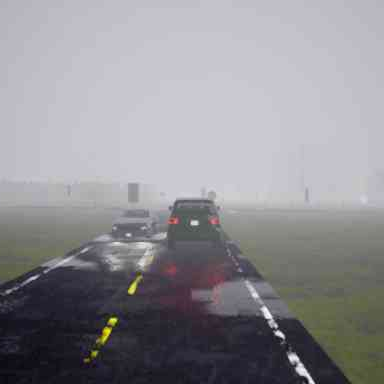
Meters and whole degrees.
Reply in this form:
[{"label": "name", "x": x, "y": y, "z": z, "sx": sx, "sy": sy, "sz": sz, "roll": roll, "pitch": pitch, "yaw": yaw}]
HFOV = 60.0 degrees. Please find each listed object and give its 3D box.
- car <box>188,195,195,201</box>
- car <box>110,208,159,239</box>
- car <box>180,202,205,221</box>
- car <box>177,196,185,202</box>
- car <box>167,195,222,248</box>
[{"label": "car", "x": -0.013, "y": 1.628, "z": 89.039, "sx": 1.812, "sy": 1.442, "sz": 4.674, "roll": 0, "pitch": 0, "yaw": 0}, {"label": "car", "x": -2.844, "y": 1.549, "z": 17.616, "sx": 2.033, "sy": 1.411, "sz": 5.357, "roll": 0, "pitch": 0, "yaw": 0}, {"label": "car", "x": 0.105, "y": 1.570, "z": 28.484, "sx": 1.994, "sy": 1.385, "sz": 4.181, "roll": 0, "pitch": 0, "yaw": 1}, {"label": "car", "x": -2.763, "y": 1.690, "z": 83.974, "sx": 1.895, "sy": 1.301, "sz": 4.718, "roll": 0, "pitch": 0, "yaw": 0}, {"label": "car", "x": 0.097, "y": 1.223, "z": 14.794, "sx": 2.150, "sy": 2.045, "sz": 5.566, "roll": 0, "pitch": 0, "yaw": 0}]
